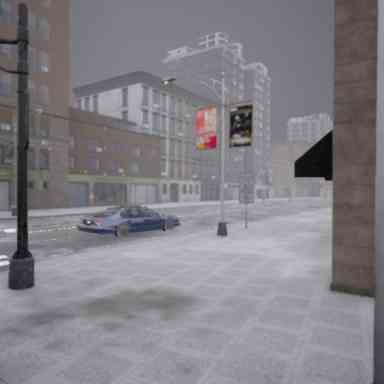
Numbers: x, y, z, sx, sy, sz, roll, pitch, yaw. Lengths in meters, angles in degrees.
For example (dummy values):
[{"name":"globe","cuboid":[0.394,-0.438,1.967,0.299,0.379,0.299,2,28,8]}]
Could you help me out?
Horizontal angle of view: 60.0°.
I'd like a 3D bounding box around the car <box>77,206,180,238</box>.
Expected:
[{"name":"car","cuboid":[-2.978,1.395,16.731,2.033,1.411,5.357,1,1,41]}]
